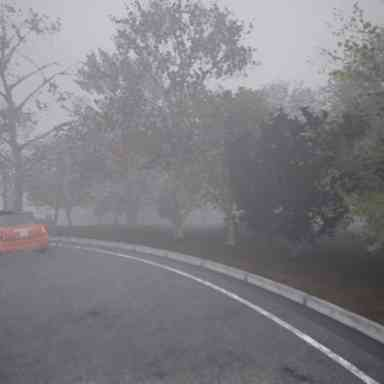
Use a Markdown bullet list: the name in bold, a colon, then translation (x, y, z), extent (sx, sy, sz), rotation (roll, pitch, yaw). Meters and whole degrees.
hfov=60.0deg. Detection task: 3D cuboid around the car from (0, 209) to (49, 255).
- **car**: translation (-7.640, 1.517, 12.939), extent (4.553, 1.767, 2.097), rotation (-1, 0, 35)
